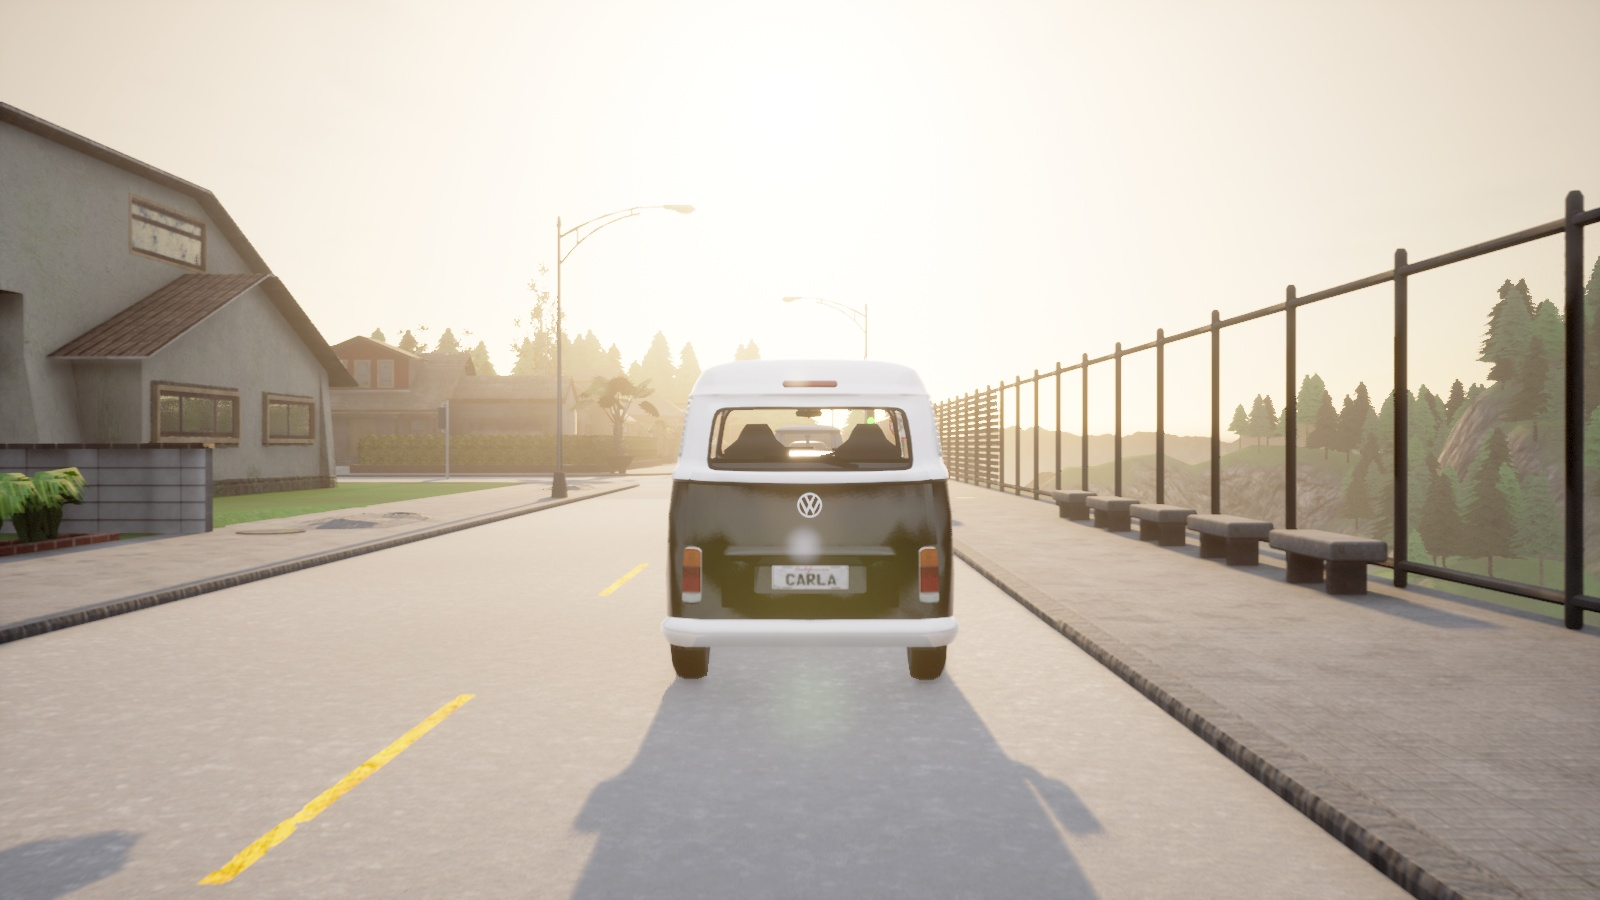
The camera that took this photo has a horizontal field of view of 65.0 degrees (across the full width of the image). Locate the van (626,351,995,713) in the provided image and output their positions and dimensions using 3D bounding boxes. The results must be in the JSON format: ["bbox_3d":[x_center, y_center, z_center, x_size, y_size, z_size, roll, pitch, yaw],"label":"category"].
[{"bbox_3d":[0.069,0.436,9.298,2.069,2.038,4.480,0,1,0],"label":"van"}]
